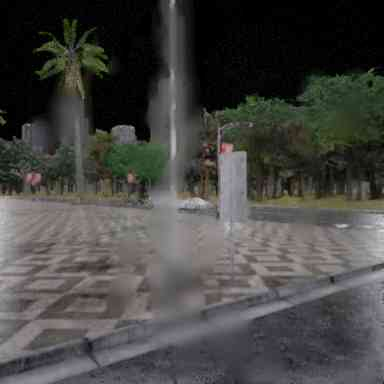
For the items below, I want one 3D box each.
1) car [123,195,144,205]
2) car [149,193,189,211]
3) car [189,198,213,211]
[{"bbox_3d":[-9.453,1.225,53.691,1.994,1.385,4.181,-1,1,-38],"label":"car"},{"bbox_3d":[-3.110,1.143,39.813,2.150,2.045,5.566,-1,0,-36],"label":"car"},{"bbox_3d":[0.604,1.422,40.223,1.812,1.442,4.674,-1,0,-36],"label":"car"}]
